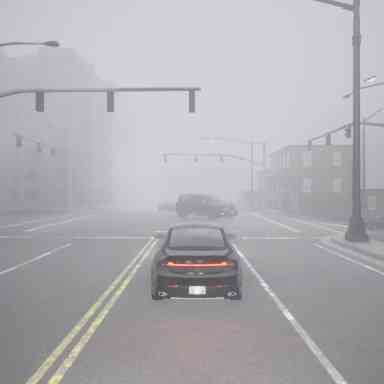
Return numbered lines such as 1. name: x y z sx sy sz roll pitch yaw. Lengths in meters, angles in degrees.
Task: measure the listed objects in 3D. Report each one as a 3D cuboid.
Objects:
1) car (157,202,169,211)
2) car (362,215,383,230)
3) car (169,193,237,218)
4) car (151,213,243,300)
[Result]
1. car: -3.626 2.076 45.782 1.837 1.490 4.892 0 -5 0
2. car: 16.051 2.655 28.237 4.181 1.385 1.994 8 0 0
3. car: 1.013 1.163 27.226 5.566 2.045 2.150 1 2 43
4. car: 0.095 1.505 8.353 1.837 1.490 4.892 0 0 0
